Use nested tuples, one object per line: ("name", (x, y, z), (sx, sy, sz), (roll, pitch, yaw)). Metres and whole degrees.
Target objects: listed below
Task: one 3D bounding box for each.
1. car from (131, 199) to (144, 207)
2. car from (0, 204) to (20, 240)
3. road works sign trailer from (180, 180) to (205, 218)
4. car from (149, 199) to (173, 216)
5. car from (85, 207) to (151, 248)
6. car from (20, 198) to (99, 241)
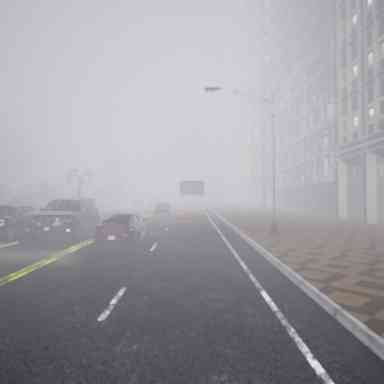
("car", (-9.760, 2.015, 59.945), (1.837, 1.490, 4.892), (0, 0, 1))
("car", (-9.842, 1.467, 17.619), (2.097, 1.767, 4.553), (0, 0, 0))
("road works sign trailer", (0.012, 0.687, 31.780), (2.380, 3.560, 2.880), (0, 0, 0))
("car", (-3.141, 1.814, 36.630), (2.033, 1.411, 5.357), (0, -1, 0))
("car", (-3.152, 1.624, 15.321), (1.812, 1.442, 4.674), (0, 0, 0))
("car", (-6.593, 1.338, 17.823), (2.150, 2.045, 5.566), (0, 0, 0))
